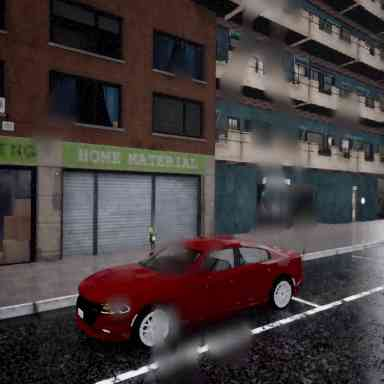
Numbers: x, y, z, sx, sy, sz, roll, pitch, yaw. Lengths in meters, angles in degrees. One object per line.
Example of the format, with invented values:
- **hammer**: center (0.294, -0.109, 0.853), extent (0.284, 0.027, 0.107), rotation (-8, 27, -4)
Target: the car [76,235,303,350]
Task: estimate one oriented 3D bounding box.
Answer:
- **car**: center (0.185, 1.545, 6.219), extent (4.507, 1.381, 1.887), rotation (0, 1, -35)
